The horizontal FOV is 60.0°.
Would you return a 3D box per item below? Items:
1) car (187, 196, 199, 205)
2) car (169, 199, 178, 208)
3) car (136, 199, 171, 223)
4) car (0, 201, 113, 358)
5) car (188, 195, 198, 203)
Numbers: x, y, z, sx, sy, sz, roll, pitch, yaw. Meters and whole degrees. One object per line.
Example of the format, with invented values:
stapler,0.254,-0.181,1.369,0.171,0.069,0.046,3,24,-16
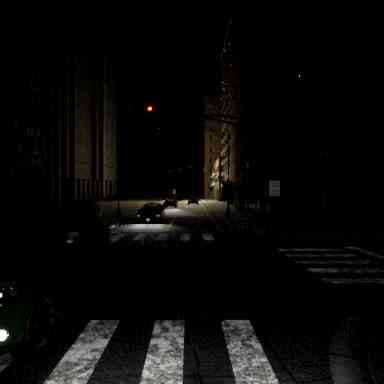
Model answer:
car,0.196,1.525,57.937,1.812,1.442,4.674,0,0,0
car,-3.013,1.601,46.531,1.895,1.301,4.718,0,0,0
car,-3.058,1.548,25.814,2.033,1.411,5.357,0,0,0
car,-3.093,1.222,6.353,2.150,2.045,5.566,0,0,0
car,0.208,1.476,67.846,1.882,1.535,5.008,0,0,0
